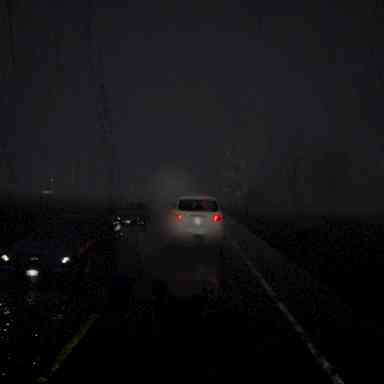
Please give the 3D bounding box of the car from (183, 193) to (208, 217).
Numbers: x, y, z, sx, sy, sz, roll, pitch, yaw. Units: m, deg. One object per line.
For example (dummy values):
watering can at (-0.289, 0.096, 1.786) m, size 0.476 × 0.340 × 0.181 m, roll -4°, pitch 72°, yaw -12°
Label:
car at (0.391, 1.168, 32.739) m, size 2.150 × 2.045 × 5.566 m, roll 2°, pitch 0°, yaw 1°

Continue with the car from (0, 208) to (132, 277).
car at (-3.502, 1.422, 10.100) m, size 2.033 × 1.411 × 5.357 m, roll 2°, pitch 0°, yaw 1°

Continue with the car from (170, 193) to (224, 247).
car at (0.251, 1.191, 15.266) m, size 2.150 × 2.045 × 5.566 m, roll 2°, pitch -1°, yaw 1°

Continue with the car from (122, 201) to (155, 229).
car at (-3.402, 1.361, 20.400) m, size 1.837 × 1.490 × 4.892 m, roll 2°, pitch 0°, yaw 1°
